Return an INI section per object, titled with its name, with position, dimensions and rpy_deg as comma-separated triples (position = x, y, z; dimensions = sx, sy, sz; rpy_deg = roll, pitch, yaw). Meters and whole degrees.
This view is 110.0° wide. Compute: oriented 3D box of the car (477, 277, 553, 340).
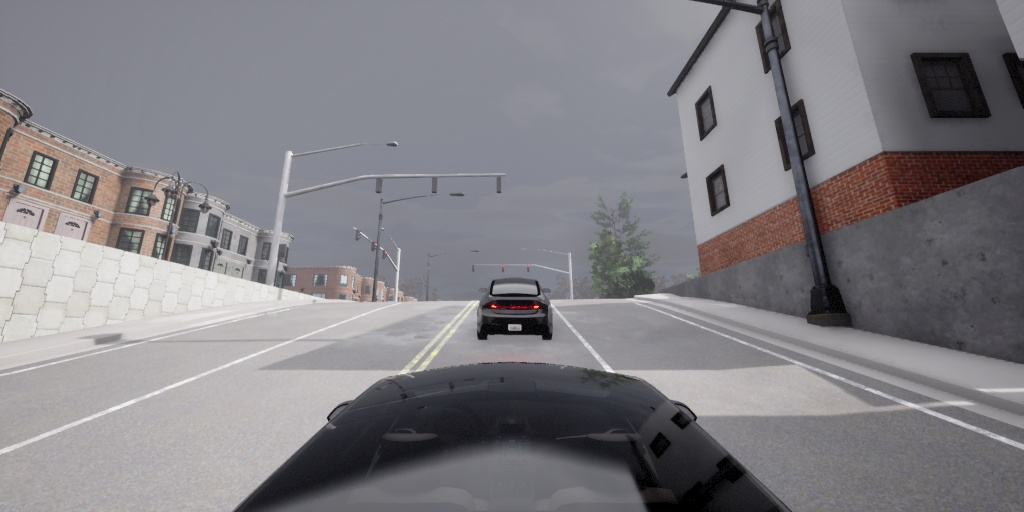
[car]
position = 0.079, 1.351, 10.332
dimensions = 1.837, 1.490, 4.892
rpy_deg = 0, 0, 0
